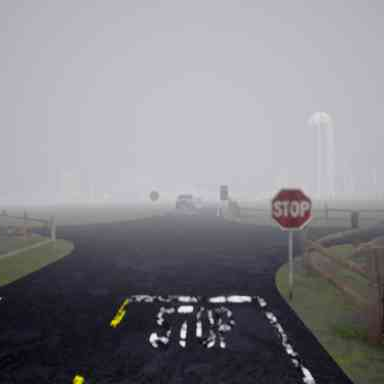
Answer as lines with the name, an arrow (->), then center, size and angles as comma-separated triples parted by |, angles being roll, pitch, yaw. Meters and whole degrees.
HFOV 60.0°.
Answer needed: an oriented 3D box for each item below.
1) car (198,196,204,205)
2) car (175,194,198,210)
car -> 1.143, 1.557, 60.926 | 2.128, 1.511, 4.902 | 0, 0, 8
car -> -0.816, 1.274, 43.115 | 2.150, 2.045, 5.566 | 0, 0, 5
